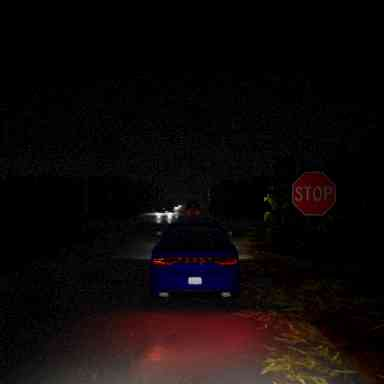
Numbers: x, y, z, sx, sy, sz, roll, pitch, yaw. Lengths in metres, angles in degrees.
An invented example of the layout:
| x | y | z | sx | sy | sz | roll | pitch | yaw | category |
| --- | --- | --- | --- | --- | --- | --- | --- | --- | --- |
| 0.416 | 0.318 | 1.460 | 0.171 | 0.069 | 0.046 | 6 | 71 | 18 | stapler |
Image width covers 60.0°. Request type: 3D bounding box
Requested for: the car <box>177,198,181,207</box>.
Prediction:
| x | y | z | sx | sy | sz | roll | pitch | yaw | category |
| --- | --- | --- | --- | --- | --- | --- | --- | --- | --- |
| -3.181 | 1.704 | 53.600 | 1.837 | 1.490 | 4.892 | 0 | 0 | 0 | car |

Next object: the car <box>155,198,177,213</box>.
| x | y | z | sx | sy | sz | roll | pitch | yaw | category |
| --- | --- | --- | --- | --- | --- | --- | --- | --- | --- |
| -3.191 | 1.720 | 39.474 | 1.994 | 1.385 | 4.181 | 0 | 0 | 0 | car |

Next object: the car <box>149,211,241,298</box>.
| x | y | z | sx | sy | sz | roll | pitch | yaw | category |
| --- | --- | --- | --- | --- | --- | --- | --- | --- | --- |
| 0.070 | 1.475 | 8.580 | 1.882 | 1.535 | 5.008 | 0 | 0 | 0 | car |

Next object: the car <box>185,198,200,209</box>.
| x | y | z | sx | sy | sz | roll | pitch | yaw | category |
| --- | --- | --- | --- | --- | --- | --- | --- | --- | --- |
| 0.103 | 1.643 | 47.285 | 2.128 | 1.511 | 4.902 | 0 | 0 | 0 | car |
